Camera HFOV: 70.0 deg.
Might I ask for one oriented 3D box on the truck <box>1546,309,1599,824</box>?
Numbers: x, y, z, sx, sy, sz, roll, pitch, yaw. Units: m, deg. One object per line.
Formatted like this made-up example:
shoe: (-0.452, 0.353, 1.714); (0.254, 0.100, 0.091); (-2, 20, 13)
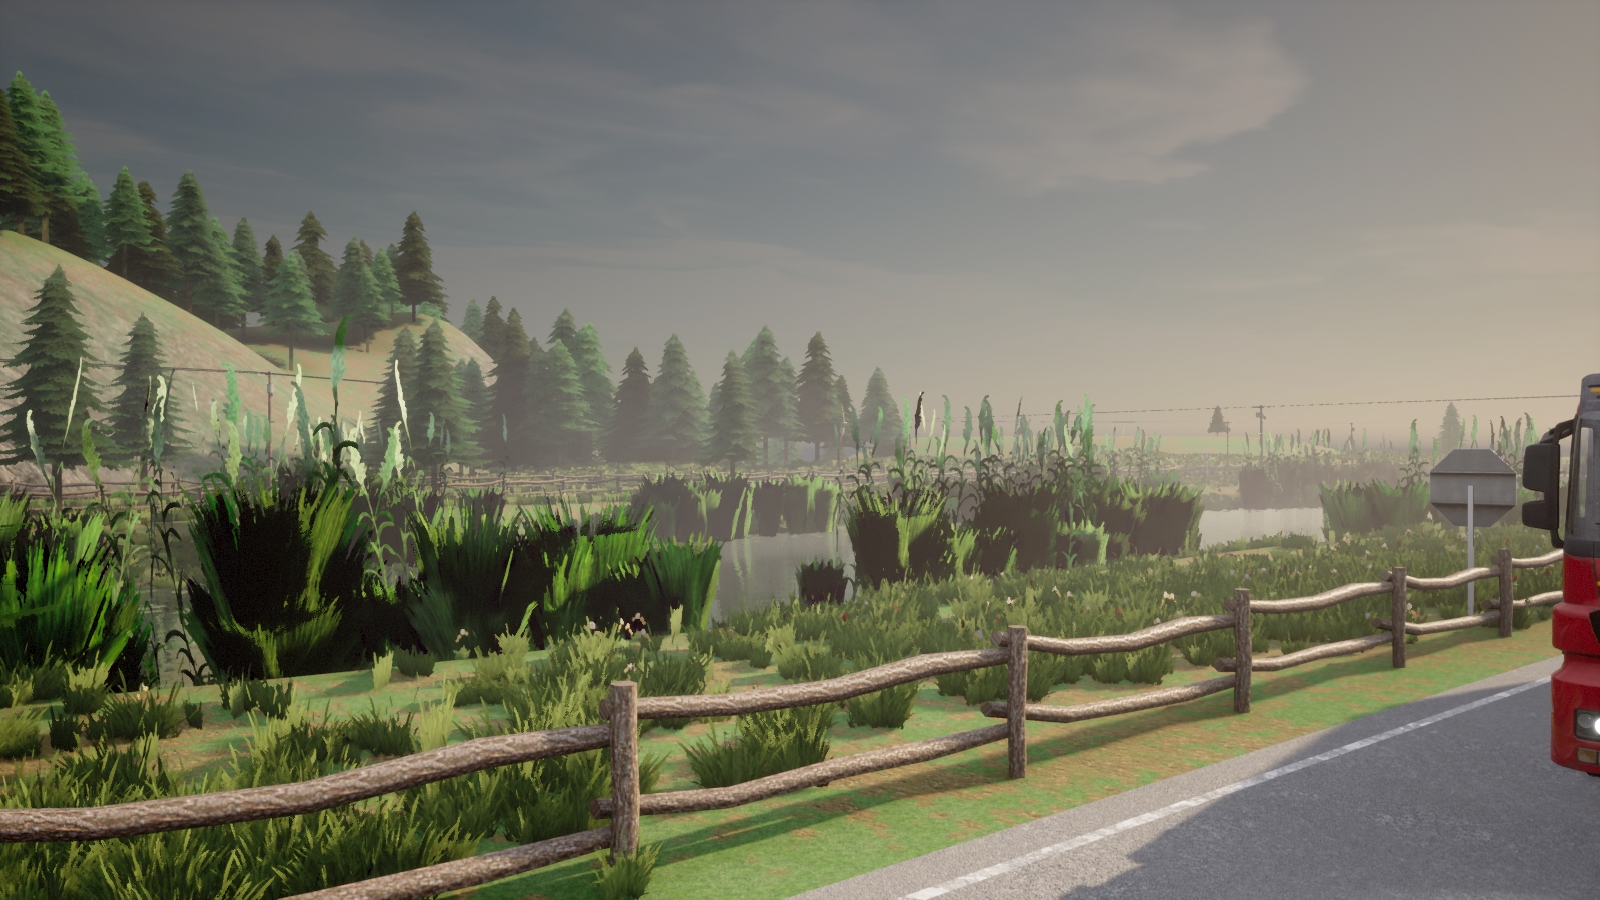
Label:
truck: (9.569, 0.862, 10.969); (2.891, 3.827, 8.468); (0, 0, 41)
